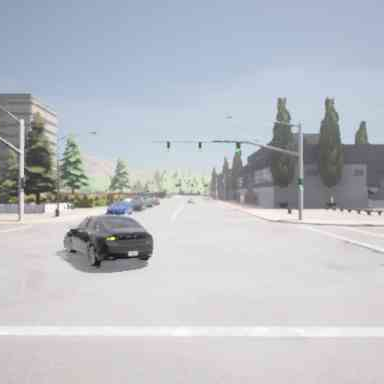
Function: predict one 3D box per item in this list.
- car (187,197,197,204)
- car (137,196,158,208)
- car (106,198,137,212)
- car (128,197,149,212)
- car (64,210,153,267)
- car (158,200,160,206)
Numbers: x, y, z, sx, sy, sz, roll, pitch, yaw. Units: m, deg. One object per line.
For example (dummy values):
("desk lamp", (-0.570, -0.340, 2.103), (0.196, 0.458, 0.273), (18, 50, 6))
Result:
("car", (-0.061, 1.942, 75.523), (1.812, 1.442, 4.674), (0, 0, 0))
("car", (-7.058, 1.783, 52.647), (2.128, 1.511, 4.902), (0, 0, 0))
("car", (-7.159, 1.663, 33.351), (1.882, 1.535, 5.008), (0, 0, 1))
("car", (-7.117, 1.716, 42.945), (1.882, 1.535, 5.008), (0, 0, 0))
("car", (-3.077, 1.571, 11.820), (1.837, 1.490, 4.892), (2, -2, -34))
("car", (-7.051, 1.909, 62.377), (1.994, 1.385, 4.181), (0, 0, 0))
